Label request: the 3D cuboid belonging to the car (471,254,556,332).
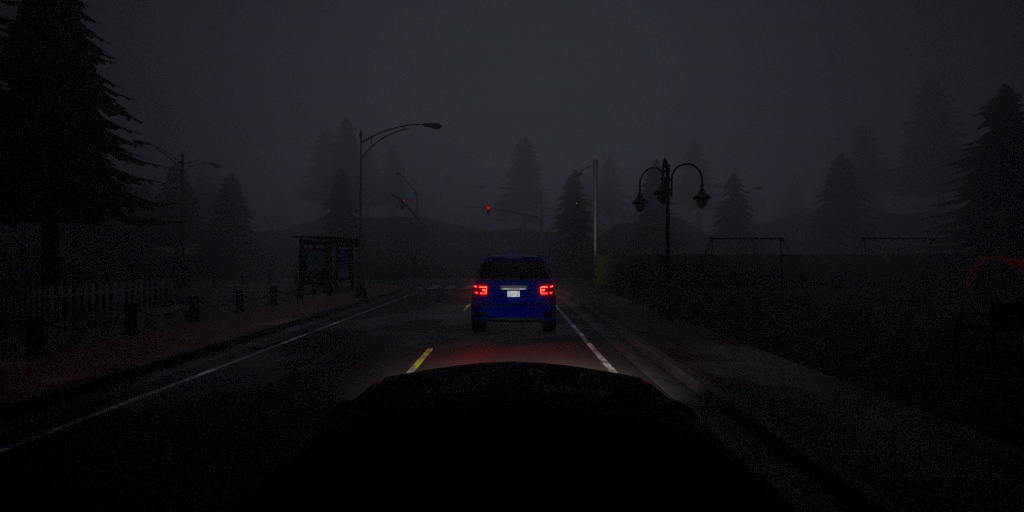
[{"bbox_3d":[0.057,0.971,10.993,2.150,2.045,5.566,0,0,0],"label":"car"}]
